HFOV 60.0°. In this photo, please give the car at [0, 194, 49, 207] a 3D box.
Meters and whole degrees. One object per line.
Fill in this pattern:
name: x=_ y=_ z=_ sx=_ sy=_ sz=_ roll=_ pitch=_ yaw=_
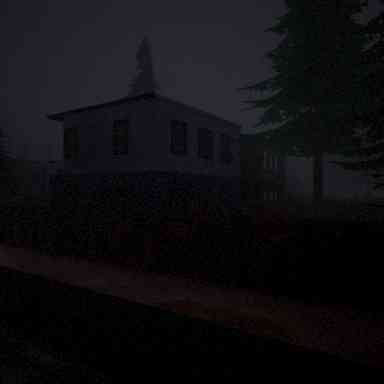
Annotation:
car: x=-14.765 y=1.202 z=29.609 sx=2.150 sy=2.045 sz=5.566 roll=0 pitch=0 yaw=27
